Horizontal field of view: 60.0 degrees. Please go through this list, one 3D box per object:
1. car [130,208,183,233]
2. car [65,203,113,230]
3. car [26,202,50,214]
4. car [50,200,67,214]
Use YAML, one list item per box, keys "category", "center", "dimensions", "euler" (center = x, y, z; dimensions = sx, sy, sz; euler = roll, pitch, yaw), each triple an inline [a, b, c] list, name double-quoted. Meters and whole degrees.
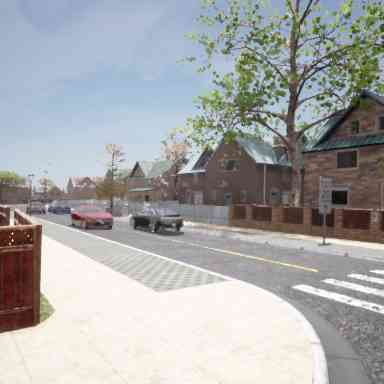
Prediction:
- category: "car"
  center: [-2.425, 1.774, 21.616]
  dimensions: [2.128, 1.511, 4.902]
  euler: [2, -2, -34]
- category: "car"
  center: [-7.101, 1.729, 23.257]
  dimensions: [1.882, 1.535, 5.008]
  euler: [2, -2, -34]
- category: "car"
  center: [-19.748, 2.039, 42.067]
  dimensions: [1.837, 1.490, 4.892]
  euler: [2, -2, -34]
- category: "car"
  center: [-17.647, 1.955, 44.059]
  dimensions: [2.097, 1.767, 4.553]
  euler: [2, -2, -34]
